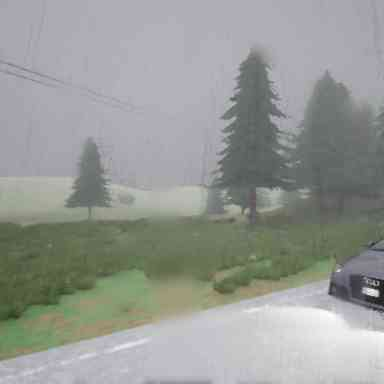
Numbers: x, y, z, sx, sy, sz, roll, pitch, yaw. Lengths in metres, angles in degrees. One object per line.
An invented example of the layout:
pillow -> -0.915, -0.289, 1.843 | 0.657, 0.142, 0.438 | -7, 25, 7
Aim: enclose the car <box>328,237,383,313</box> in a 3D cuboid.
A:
car -> 4.751, 1.563, 6.927 | 4.181, 1.385, 1.994 | 0, 0, -35
